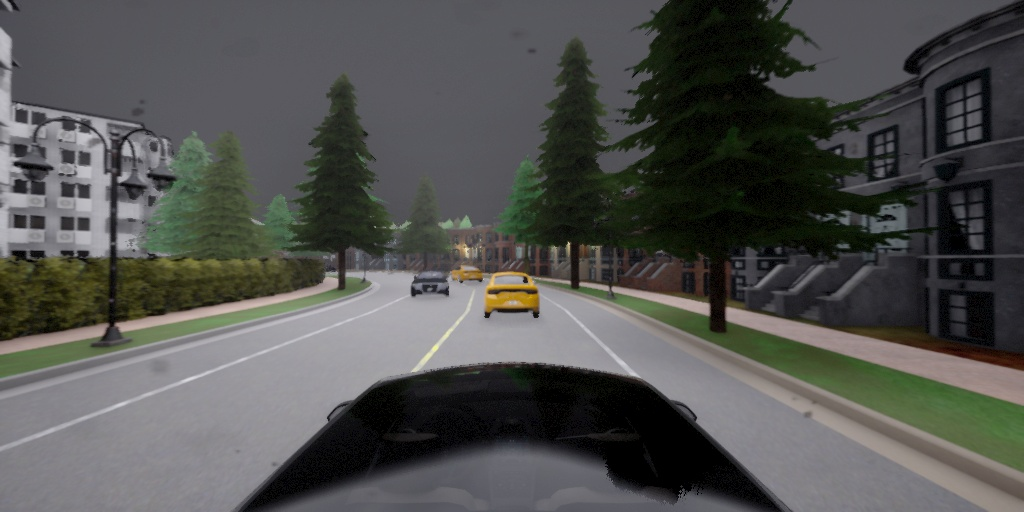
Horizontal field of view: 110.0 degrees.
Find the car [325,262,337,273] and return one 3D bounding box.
[{"bbox_3d":[-28.248,1.672,53.449,4.553,1.767,2.097,0,-1,29],"label":"car"}]

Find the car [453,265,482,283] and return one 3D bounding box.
[{"bbox_3d":[-4.098,1.560,31.838,1.882,1.535,5.008,1,-1,-22],"label":"car"}]

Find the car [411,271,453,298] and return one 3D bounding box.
[{"bbox_3d":[-4.502,1.517,20.113,1.994,1.385,4.181,0,-1,-10],"label":"car"}]

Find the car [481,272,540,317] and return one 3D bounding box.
[{"bbox_3d":[-0.085,1.362,13.890,1.882,1.535,5.008,0,-1,-3],"label":"car"}]
